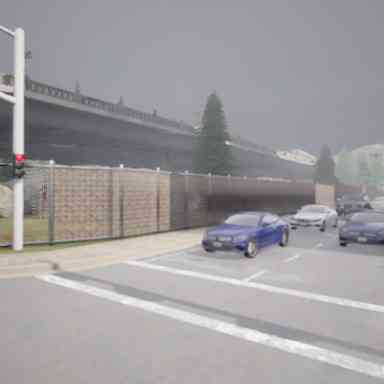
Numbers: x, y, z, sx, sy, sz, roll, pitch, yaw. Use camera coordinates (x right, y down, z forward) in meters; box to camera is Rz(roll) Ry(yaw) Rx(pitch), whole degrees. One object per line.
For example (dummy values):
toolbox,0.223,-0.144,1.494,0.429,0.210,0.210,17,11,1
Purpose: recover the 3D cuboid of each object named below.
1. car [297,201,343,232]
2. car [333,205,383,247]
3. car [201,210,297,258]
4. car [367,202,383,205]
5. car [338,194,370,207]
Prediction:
car,7.370,1.473,19.889,1.812,1.442,4.674,1,0,36
car,7.646,1.497,14.236,1.812,1.442,4.674,1,0,35
car,2.226,1.467,12.761,1.812,1.442,4.674,1,0,37
car,12.804,1.503,21.438,1.812,1.442,4.674,1,0,36
car,14.554,1.176,29.880,2.150,2.045,5.566,1,1,36
